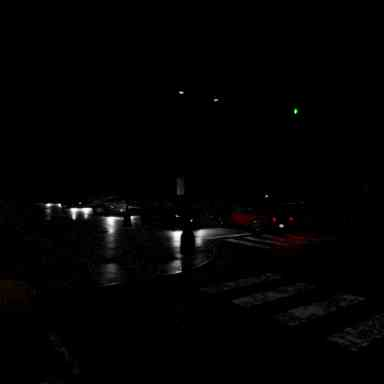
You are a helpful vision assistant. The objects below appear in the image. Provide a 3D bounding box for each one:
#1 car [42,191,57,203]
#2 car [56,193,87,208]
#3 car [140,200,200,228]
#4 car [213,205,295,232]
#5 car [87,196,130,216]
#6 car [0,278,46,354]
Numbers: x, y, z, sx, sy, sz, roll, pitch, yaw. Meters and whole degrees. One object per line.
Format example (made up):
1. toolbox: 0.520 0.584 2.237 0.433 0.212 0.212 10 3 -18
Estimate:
1. car: -18.403 0.682 43.569 1.837 1.490 4.892 0 1 -32
2. car: -12.431 0.921 35.078 1.994 1.385 4.181 0 1 -36
3. car: -1.454 1.227 19.741 1.812 1.442 4.674 0 1 -37
4. car: 3.256 1.374 18.663 1.895 1.301 4.718 0 1 -36
5. car: -6.669 1.060 27.030 1.812 1.442 4.674 0 1 -35
6. car: -4.263 1.525 3.620 4.829 1.417 1.752 0 0 -35
